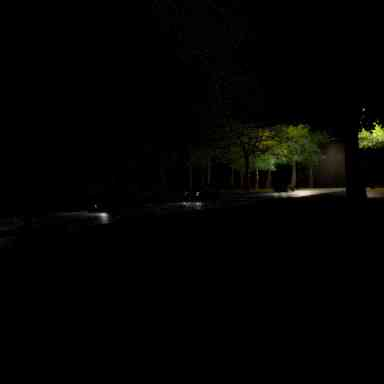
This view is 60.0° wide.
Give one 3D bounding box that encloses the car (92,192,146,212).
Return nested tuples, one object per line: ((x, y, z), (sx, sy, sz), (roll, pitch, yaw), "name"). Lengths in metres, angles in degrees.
((-5.862, 0.719, 27.136), (1.812, 1.442, 4.674), (-1, 2, 39), "car")

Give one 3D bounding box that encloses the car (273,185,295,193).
((14.999, -0.493, 54.107), (1.895, 1.301, 4.718), (-1, 2, 38), "car")

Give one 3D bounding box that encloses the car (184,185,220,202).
((1.140, 0.094, 36.241), (2.097, 1.767, 4.553), (-1, 2, 38), "car")
